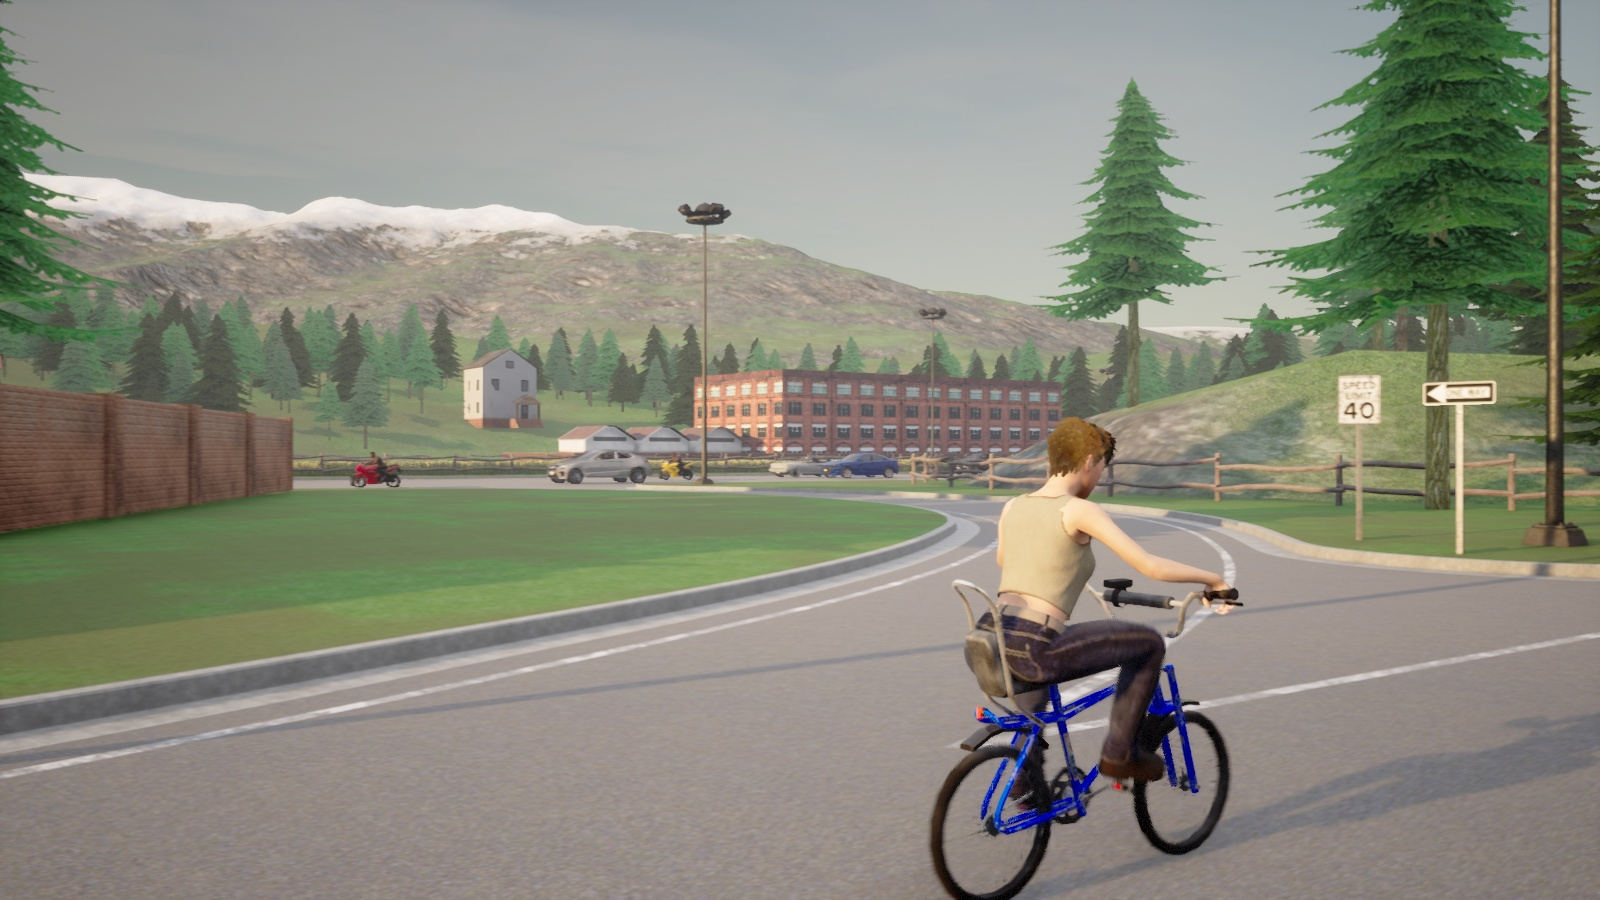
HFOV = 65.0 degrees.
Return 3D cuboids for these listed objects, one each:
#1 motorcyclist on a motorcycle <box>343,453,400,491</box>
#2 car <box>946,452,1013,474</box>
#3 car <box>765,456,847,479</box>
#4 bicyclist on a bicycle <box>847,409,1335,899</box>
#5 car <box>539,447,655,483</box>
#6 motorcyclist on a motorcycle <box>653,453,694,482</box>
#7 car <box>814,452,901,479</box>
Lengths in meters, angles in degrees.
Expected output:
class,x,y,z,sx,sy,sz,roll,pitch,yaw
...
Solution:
class,x,y,z,sx,sy,sz,roll,pitch,yaw
motorcyclist on a motorcycle,-17.338,0.888,50.869,2.044,1.523,0.797,0,0,-35
car,12.696,0.882,88.637,4.514,1.525,2.007,0,0,-34
car,0.381,1.030,75.903,4.718,1.301,1.895,0,0,-35
bicyclist on a bicycle,1.028,0.690,4.380,1.509,1.612,0.866,0,0,-35
car,-9.738,0.692,60.386,5.027,1.651,2.152,0,0,-35
motorcyclist on a motorcycle,-6.717,0.905,66.733,2.044,1.523,0.797,0,0,-35
car,3.390,0.896,73.729,5.008,1.535,1.882,0,0,-35
